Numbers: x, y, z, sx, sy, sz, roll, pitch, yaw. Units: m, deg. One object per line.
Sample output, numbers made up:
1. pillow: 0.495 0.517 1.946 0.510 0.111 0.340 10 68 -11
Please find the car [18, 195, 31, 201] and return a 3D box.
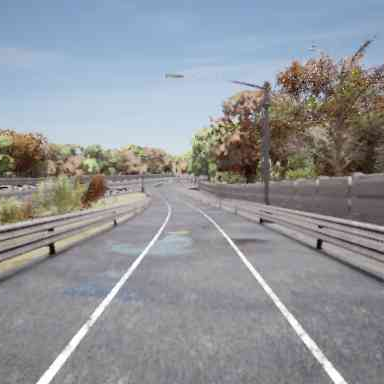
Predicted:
1. car: -30.684 1.823 62.036 1.882 1.535 5.008 1 4 15
